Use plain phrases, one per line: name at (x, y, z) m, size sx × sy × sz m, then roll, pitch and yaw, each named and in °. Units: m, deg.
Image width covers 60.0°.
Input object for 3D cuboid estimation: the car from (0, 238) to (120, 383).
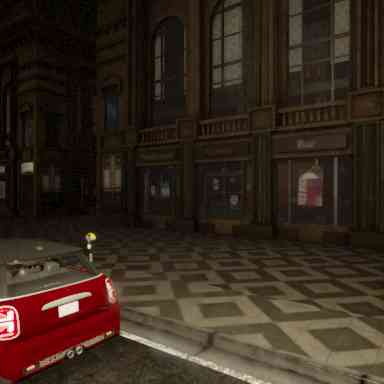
car at (-3.069, 1.439, 5.157) m, size 4.097 × 1.590 × 1.967 m, roll 0°, pitch 0°, yaw 36°
